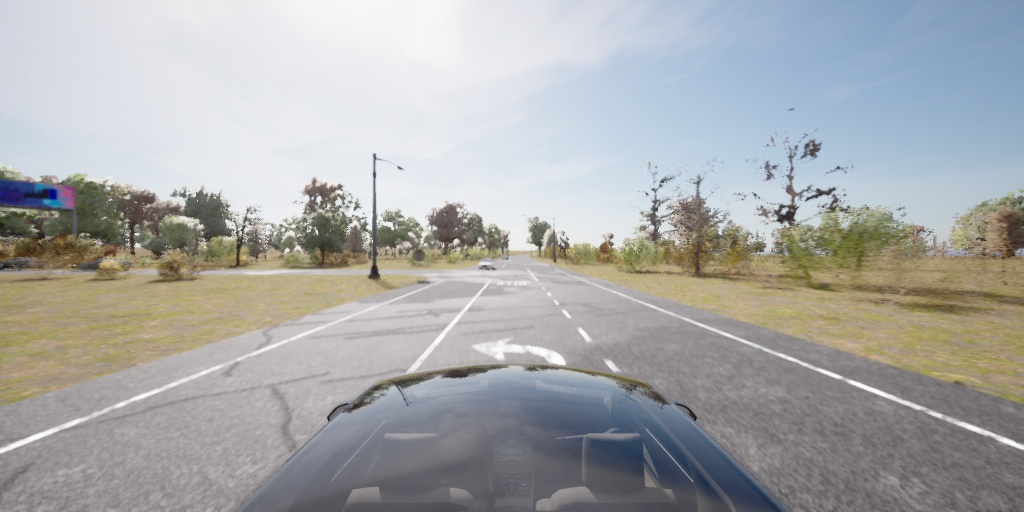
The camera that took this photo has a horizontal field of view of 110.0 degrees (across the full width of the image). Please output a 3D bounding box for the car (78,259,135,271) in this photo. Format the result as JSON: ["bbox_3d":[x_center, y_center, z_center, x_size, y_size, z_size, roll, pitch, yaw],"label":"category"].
[{"bbox_3d":[-48.371,1.062,42.866,5.357,1.411,2.033,0,0,2],"label":"car"}]

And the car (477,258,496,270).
[{"bbox_3d":[-3.205,1.017,45.092,1.812,1.442,4.674,0,0,1],"label":"car"}]
